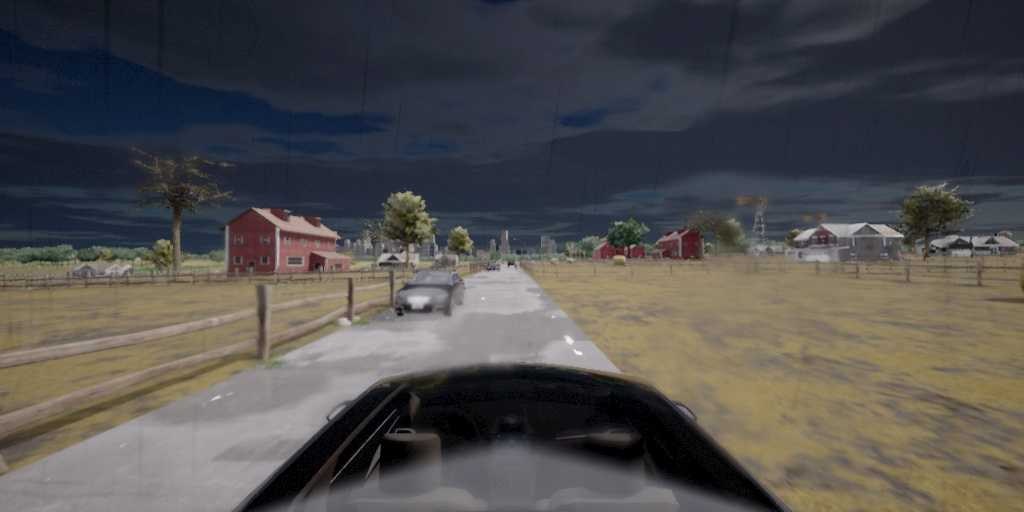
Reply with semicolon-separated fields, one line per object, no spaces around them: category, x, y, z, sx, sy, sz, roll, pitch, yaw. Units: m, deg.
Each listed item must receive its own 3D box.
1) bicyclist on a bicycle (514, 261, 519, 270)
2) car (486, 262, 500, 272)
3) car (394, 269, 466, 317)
bicyclist on a bicycle;0.751;1.608;61.282;0.866;1.612;1.509;0;-1;-1
car;-2.819;1.650;54.260;1.994;1.385;4.181;0;-1;0
car;-2.850;1.268;13.356;2.128;1.511;4.902;0;0;0
